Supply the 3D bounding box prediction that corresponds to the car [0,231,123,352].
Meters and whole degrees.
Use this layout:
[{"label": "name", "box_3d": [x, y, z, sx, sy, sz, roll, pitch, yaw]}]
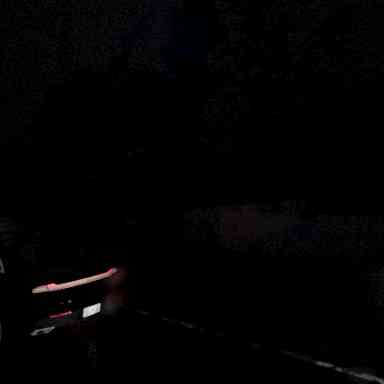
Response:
[{"label": "car", "box_3d": [-3.455, 1.491, 6.160, 4.902, 1.511, 2.128, 0, 0, 34]}]
